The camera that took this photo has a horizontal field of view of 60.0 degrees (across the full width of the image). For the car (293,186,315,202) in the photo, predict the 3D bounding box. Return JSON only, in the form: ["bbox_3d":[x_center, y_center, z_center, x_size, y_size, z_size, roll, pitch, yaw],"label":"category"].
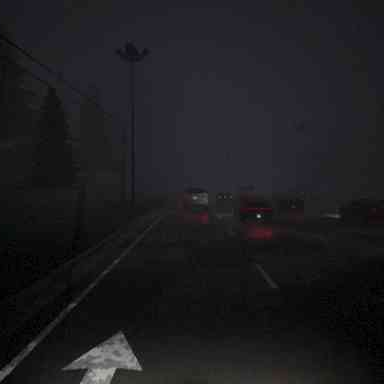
[{"bbox_3d":[14.336,0.189,43.705,2.150,2.045,5.566,0,1,1],"label":"car"}]

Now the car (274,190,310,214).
[{"bbox_3d":[7.252,0.859,26.114,1.882,1.535,5.008,0,2,0],"label":"car"}]

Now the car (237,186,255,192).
[{"bbox_3d":[7.357,0.131,46.098,2.150,2.045,5.566,0,1,0],"label":"car"}]

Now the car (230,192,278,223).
[{"bbox_3d":[3.722,1.011,20.853,1.837,1.490,4.892,0,2,0],"label":"car"}]

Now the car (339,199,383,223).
[{"bbox_3d":[10.718,1.081,20.383,1.994,1.385,4.181,0,1,0],"label":"car"}]

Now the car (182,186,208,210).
[{"bbox_3d":[0.276,0.501,30.301,2.150,2.045,5.566,0,1,0],"label":"car"}]

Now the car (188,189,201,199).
[{"bbox_3d":[0.408,0.309,53.049,1.994,1.385,4.181,0,1,0],"label":"car"}]

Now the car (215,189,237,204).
[{"bbox_3d":[3.788,0.605,39.850,2.033,1.411,5.357,0,1,1],"label":"car"}]
